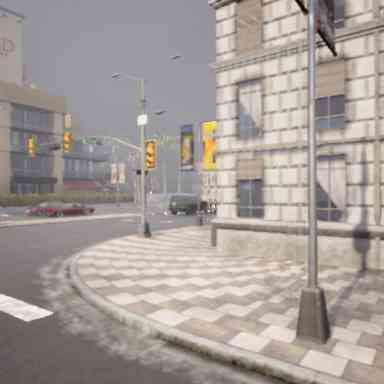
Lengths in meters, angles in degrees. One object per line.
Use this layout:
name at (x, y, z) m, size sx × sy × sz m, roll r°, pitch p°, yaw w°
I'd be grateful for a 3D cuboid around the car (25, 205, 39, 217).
car at (-14.829, 1.709, 34.524) m, size 1.812 × 1.442 × 4.674 m, roll 0°, pitch 0°, yaw 36°

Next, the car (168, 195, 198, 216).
car at (-0.173, 1.338, 34.861) m, size 2.150 × 2.045 × 5.566 m, roll 0°, pitch 0°, yaw 36°

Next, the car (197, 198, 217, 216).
car at (3.015, 1.588, 33.287) m, size 2.128 × 1.511 × 4.902 m, roll 0°, pitch 0°, yaw 36°

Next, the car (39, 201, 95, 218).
car at (-11.980, 1.764, 32.491) m, size 1.895 × 1.301 × 4.718 m, roll 0°, pitch 0°, yaw 36°
